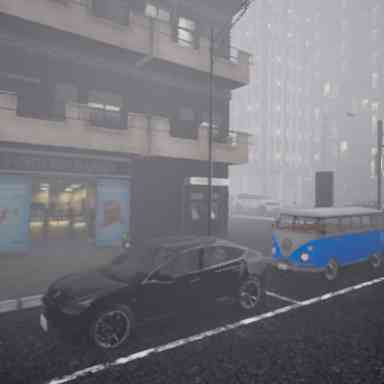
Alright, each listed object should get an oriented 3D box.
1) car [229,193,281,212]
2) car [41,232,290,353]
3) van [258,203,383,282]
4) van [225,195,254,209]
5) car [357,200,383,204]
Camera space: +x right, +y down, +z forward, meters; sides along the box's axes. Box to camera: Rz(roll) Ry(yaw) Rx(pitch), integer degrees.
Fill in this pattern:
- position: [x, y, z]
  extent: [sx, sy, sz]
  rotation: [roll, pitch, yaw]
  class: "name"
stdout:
- position: [6.730, 1.161, 34.783]
  extent: [2.150, 2.045, 5.566]
  rotation: [1, -1, -35]
  class: "car"
- position: [-0.420, 1.567, 6.203]
  extent: [4.313, 1.339, 1.947]
  rotation: [0, 1, -35]
  class: "car"
- position: [3.995, 1.343, 9.556]
  extent: [3.998, 1.788, 1.690]
  rotation: [0, 1, -35]
  class: "van"
- position: [6.416, 1.382, 45.222]
  extent: [1.690, 1.788, 3.998]
  rotation: [1, -1, -35]
  class: "van"
- position: [16.226, 1.505, 31.404]
  extent: [1.967, 1.590, 4.097]
  rotation: [1, -1, -35]
  class: "car"
